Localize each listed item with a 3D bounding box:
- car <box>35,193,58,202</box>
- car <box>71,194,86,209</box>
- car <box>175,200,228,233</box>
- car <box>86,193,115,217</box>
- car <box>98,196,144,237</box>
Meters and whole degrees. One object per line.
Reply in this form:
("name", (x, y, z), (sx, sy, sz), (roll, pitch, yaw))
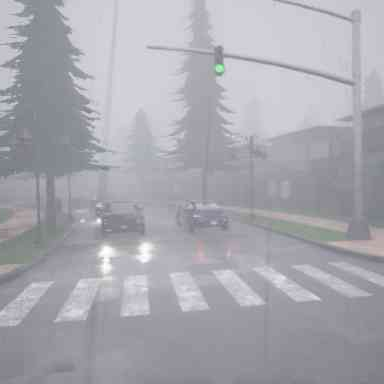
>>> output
("car", (-23.169, 0.873, 52.936), (4.181, 1.385, 1.994), (0, 2, 37))
("car", (-11.494, 0.946, 35.071), (1.837, 1.490, 4.892), (-2, 2, -32))
("car", (0.395, 1.108, 16.600), (1.812, 1.442, 4.674), (-2, 1, -14))
("car", (-6.689, 0.890, 25.873), (2.097, 1.767, 4.553), (-2, 1, -24))
("car", (-3.489, 1.157, 16.359), (1.882, 1.535, 5.008), (-2, 1, -15))
